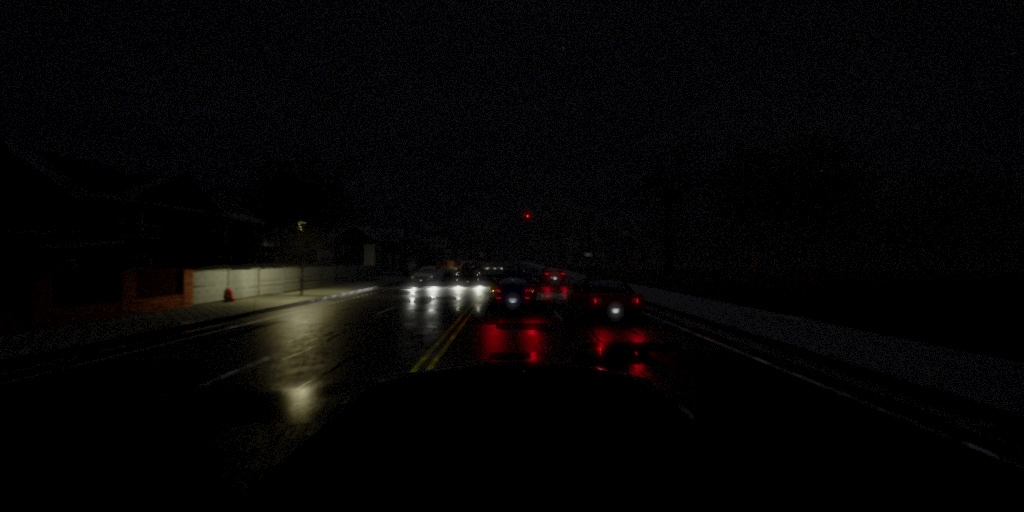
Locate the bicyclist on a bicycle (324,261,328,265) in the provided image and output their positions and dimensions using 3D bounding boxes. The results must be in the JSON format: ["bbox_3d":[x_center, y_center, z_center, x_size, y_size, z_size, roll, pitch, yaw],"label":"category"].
[{"bbox_3d":[-24.648,1.518,47.453,0.582,1.620,1.656,0,0,0],"label":"bicyclist on a bicycle"}]

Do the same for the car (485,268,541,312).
[{"bbox_3d":[0.047,1.399,14.915,1.812,1.442,4.674,0,0,0],"label":"car"}]

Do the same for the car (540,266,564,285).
[{"bbox_3d":[3.292,1.535,29.438,1.812,1.442,4.674,0,-1,0],"label":"car"}]

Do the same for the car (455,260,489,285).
[{"bbox_3d":[-3.303,1.357,29.039,2.097,1.767,4.553,0,0,0],"label":"car"}]

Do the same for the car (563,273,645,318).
[{"bbox_3d":[3.287,1.462,13.534,1.895,1.301,4.718,0,-1,0],"label":"car"}]

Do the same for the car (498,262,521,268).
[{"bbox_3d":[0.038,1.511,29.032,1.837,1.490,4.892,0,-1,0],"label":"car"}]

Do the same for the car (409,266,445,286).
[{"bbox_3d":[-6.557,1.523,28.197,1.812,1.442,4.674,0,-1,0],"label":"car"}]
